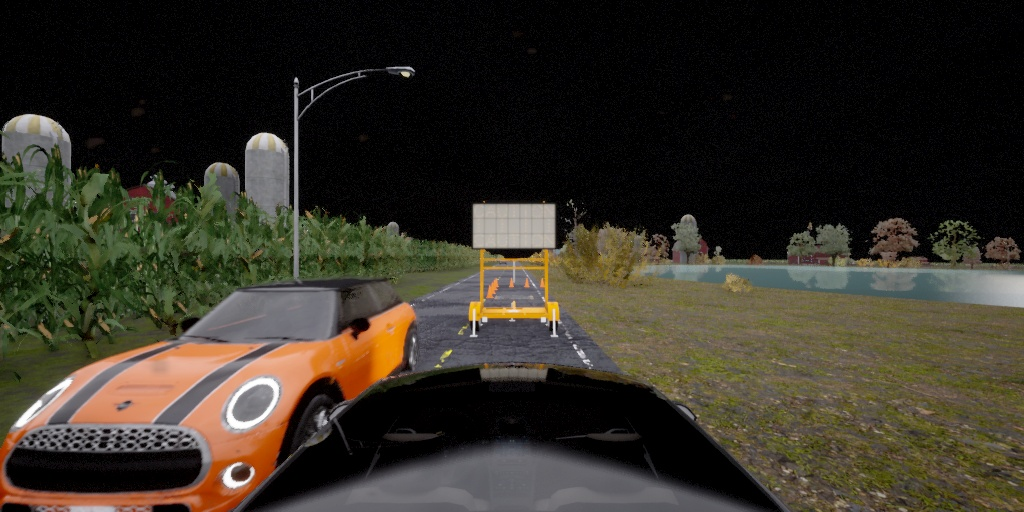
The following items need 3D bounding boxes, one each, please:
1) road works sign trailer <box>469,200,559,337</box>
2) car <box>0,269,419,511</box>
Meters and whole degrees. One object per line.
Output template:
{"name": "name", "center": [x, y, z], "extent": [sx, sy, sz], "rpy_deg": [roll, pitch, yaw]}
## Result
{"name": "road works sign trailer", "center": [0.061, 0.217, 10.274], "extent": [2.380, 3.560, 2.880], "rpy_deg": [0, 0, 0]}
{"name": "car", "center": [-2.726, 1.103, 4.581], "extent": [2.097, 1.767, 4.553], "rpy_deg": [0, 0, 0]}
